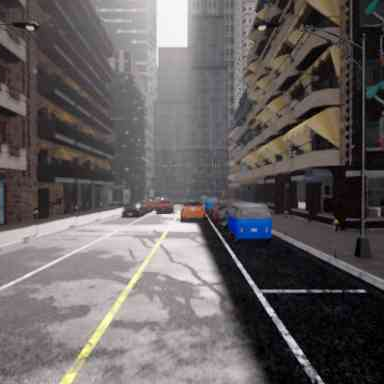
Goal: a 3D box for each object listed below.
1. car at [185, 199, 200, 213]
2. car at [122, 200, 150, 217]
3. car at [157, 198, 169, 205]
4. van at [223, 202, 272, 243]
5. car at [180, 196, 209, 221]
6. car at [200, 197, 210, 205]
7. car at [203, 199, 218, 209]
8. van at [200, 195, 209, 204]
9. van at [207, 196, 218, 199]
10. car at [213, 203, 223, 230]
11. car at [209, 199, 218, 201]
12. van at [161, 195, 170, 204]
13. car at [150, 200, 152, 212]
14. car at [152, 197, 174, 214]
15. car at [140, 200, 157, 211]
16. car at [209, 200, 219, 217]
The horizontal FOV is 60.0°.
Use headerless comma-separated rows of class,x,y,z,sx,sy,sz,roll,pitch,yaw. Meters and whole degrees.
car,0.066,1.691,41.090,1.837,1.490,4.892,0,0,0
car,-5.715,1.713,32.973,1.947,1.339,4.313,-1,0,0
car,-5.730,1.853,66.585,2.008,1.369,4.403,-1,0,0
van,2.670,1.413,16.143,1.690,1.788,3.998,-1,0,0
car,0.078,1.480,28.819,2.097,1.767,4.553,0,0,0
car,2.650,1.829,66.730,1.752,1.417,4.829,-1,0,0
car,2.658,1.775,49.754,2.008,1.369,4.403,-1,0,0
van,2.644,1.670,72.162,1.690,1.788,3.998,-1,0,0
van,2.657,1.540,44.153,1.690,1.788,3.998,-1,0,0
car,2.671,1.648,21.744,2.008,1.369,4.403,-1,0,0
car,2.665,1.713,32.948,1.947,1.339,4.313,-1,0,0
van,-5.736,1.670,72.187,1.690,1.788,3.998,-1,0,0
car,-5.718,1.717,38.575,1.887,1.381,4.507,-1,0,0
car,-3.115,1.652,38.874,1.882,1.535,5.008,0,0,0
car,-5.720,1.780,44.177,1.802,1.307,4.206,-1,0,0
car,2.667,1.667,27.346,1.887,1.381,4.507,-1,0,0
